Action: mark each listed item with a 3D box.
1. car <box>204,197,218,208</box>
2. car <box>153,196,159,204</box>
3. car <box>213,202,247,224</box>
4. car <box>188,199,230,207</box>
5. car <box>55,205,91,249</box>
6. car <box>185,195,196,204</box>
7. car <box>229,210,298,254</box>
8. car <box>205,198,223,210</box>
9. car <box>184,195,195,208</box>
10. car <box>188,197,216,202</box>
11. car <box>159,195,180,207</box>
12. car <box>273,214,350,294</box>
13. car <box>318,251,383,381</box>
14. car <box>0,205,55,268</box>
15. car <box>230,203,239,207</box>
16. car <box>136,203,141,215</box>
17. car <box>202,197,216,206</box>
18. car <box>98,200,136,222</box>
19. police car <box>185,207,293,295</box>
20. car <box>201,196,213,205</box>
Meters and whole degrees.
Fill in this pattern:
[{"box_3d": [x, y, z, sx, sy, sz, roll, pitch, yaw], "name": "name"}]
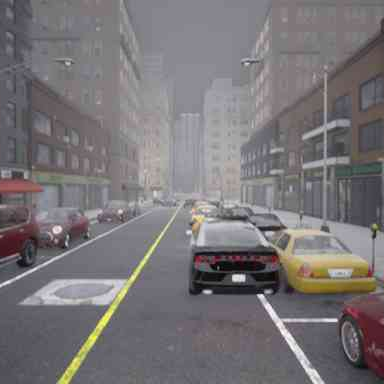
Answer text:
[{"box_3d": [2.669, 1.432, 47.762, 1.752, 1.417, 4.829, -1, 0, 0], "name": "car"}, {"box_3d": [-5.919, 1.425, 58.727, 1.887, 1.381, 4.507, -1, 0, 0], "name": "car"}, {"box_3d": [2.759, 1.506, 25.249, 2.008, 1.369, 4.403, -1, 0, 0], "name": "car"}, {"box_3d": [0.824, 1.422, 18.900, 1.801, 1.575, 5.366, 0, 0, 0], "name": "car"}, {"box_3d": [-5.733, 1.415, 14.041, 1.967, 1.590, 4.097, -1, 0, 0], "name": "car"}, {"box_3d": [-0.246, 1.356, 59.354, 1.882, 1.535, 5.008, 0, 0, 0], "name": "car"}, {"box_3d": [2.803, 1.541, 14.077, 1.947, 1.339, 4.313, -1, 0, 0], "name": "car"}, {"box_3d": [2.692, 1.471, 42.006, 2.008, 1.369, 4.403, -1, 0, 0], "name": "car"}, {"box_3d": [-0.176, 1.417, 45.612, 1.837, 1.490, 4.892, 0, 0, 0], "name": "car"}, {"box_3d": [0.799, 1.411, 24.900, 1.801, 1.575, 5.366, 0, 0, 0], "name": "car"}, {"box_3d": [-3.269, 1.255, 48.663, 2.097, 1.767, 4.553, 0, 0, 0], "name": "car"}, {"box_3d": [2.824, 1.510, 8.661, 1.752, 1.417, 4.829, -1, 0, 0], "name": "car"}, {"box_3d": [2.848, 1.577, 2.905, 1.802, 1.307, 4.206, -1, 0, 0], "name": "car"}, {"box_3d": [-5.711, 1.300, 8.455, 2.192, 1.841, 5.009, -1, 0, 0], "name": "car"}, {"box_3d": [2.781, 1.531, 19.663, 1.947, 1.339, 4.313, -1, 0, 0], "name": "car"}, {"box_3d": [-5.802, 1.526, 30.798, 1.802, 1.307, 4.206, -1, 0, 0], "name": "car"}, {"box_3d": [2.648, 1.460, 53.178, 1.947, 1.339, 4.313, -1, 0, 0], "name": "car"}, {"box_3d": [-5.780, 1.395, 25.212, 1.967, 1.590, 4.097, -1, 0, 0], "name": "car"}, {"box_3d": [0.866, 1.410, 8.820, 1.930, 1.638, 5.238, 0, 0, 0], "name": "police car"}, {"box_3d": [2.626, 1.462, 58.764, 1.802, 1.307, 4.206, -1, 0, 0], "name": "car"}]
